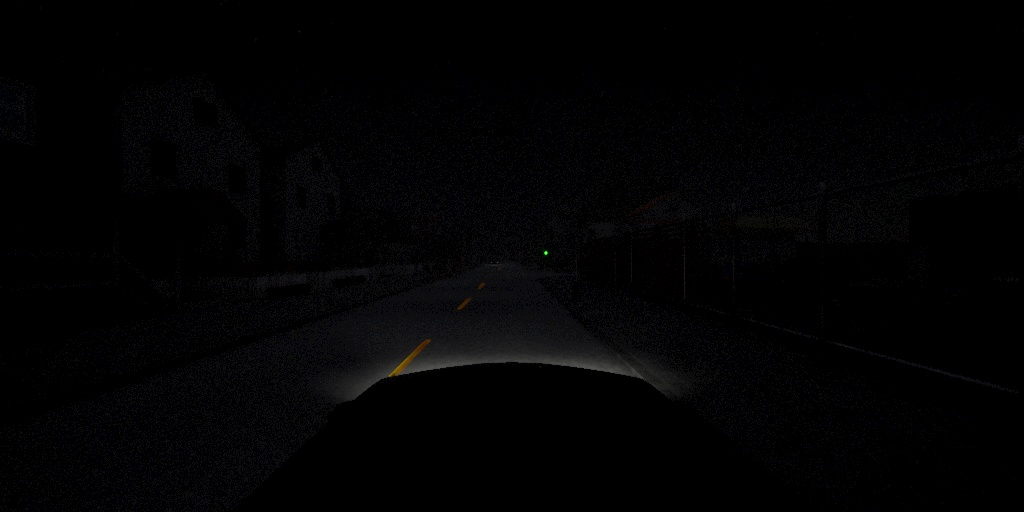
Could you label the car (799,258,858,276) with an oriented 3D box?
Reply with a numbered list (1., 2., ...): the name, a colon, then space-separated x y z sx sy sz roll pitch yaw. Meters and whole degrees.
1. car: 36.946 1.279 41.894 4.674 1.442 1.812 0 0 0
